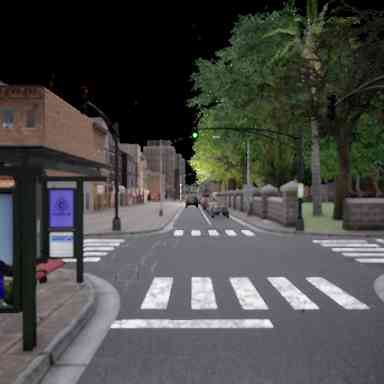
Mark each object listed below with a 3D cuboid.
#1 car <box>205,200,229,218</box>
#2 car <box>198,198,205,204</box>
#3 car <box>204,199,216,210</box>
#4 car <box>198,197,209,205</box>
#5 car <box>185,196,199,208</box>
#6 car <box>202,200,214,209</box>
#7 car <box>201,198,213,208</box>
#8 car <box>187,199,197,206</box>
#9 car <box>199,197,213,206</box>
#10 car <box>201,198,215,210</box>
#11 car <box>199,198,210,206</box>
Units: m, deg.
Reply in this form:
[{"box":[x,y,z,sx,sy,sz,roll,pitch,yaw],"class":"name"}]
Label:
[{"box":[2.626,1.792,32.412,2.008,1.369,4.403,-1,-1,0],"class":"car"},{"box":[2.622,2.500,92.360,1.947,1.339,4.313,-1,-1,0],"class":"car"},{"box":[2.625,1.818,38.031,1.752,1.417,4.829,-1,-1,0],"class":"car"},{"box":[2.618,2.031,76.014,2.192,1.841,5.009,-1,-1,0],"class":"car"},{"box":[0.000,1.711,57.002,2.150,2.045,5.566,0,-1,0],"class":"car"},{"box":[2.624,1.986,54.382,1.752,1.417,4.829,-1,-1,0],"class":"car"},{"box":[2.622,1.960,59.663,1.967,1.590,4.097,-1,-1,0],"class":"car"},{"box":[0.000,2.114,67.390,1.837,1.490,4.892,0,-1,0],"class":"car"},{"box":[2.620,1.716,48.764,2.192,1.841,5.009,-1,-1,0],"class":"car"},{"box":[2.625,1.895,43.312,2.008,1.369,4.403,-1,-1,0],"class":"car"},{"box":[2.621,2.088,70.563,1.967,1.590,4.097,-1,-1,0],"class":"car"}]
